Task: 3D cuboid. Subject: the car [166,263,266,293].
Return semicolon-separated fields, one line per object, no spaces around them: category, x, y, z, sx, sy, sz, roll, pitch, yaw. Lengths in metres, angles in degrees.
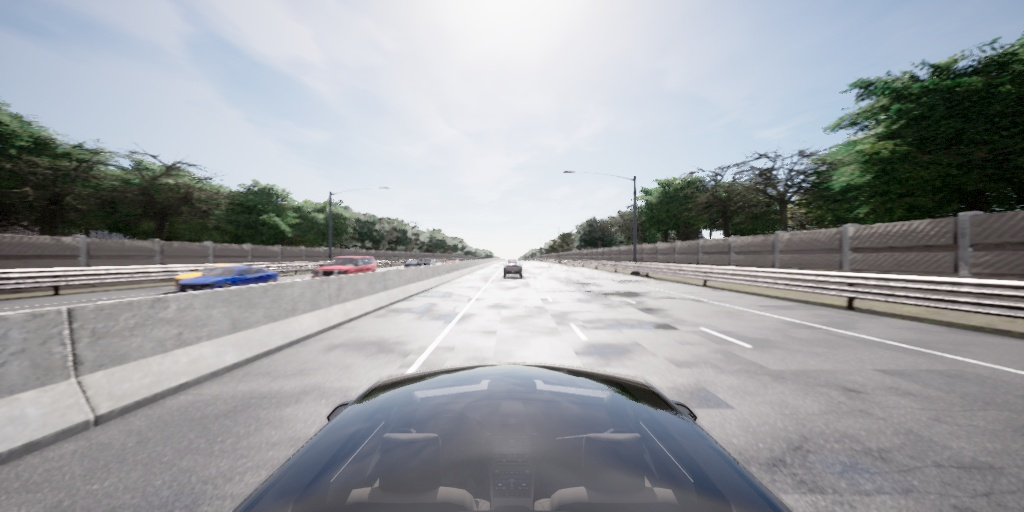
car;-17.595;1.234;21.734;1.882;1.535;5.008;0;0;0

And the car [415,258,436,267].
car;-14.030;1.148;59.644;2.097;1.767;4.553;0;0;0

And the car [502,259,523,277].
car;0.093;1.263;35.942;2.128;1.511;4.902;0;0;0

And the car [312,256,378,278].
car;-10.586;0.983;23.309;2.150;2.045;5.566;0;0;0

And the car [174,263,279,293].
car;-14.095;1.233;18.157;1.882;1.535;5.008;0;0;0

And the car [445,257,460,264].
car;-10.527;1.144;64.157;2.097;1.767;4.553;0;0;0
